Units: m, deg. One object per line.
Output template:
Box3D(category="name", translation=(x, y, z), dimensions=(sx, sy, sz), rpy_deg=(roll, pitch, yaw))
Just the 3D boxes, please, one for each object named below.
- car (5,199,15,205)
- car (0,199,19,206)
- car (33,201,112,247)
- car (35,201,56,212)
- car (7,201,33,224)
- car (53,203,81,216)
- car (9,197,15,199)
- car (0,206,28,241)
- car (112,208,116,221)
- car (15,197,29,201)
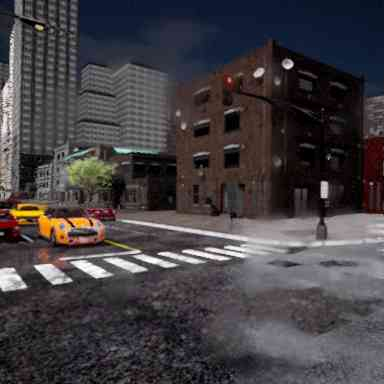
Box3D(category="car", translation=(-44.222, 2.402, 80.721), dimensions=(1.752, 1.417, 4.829), rpy_deg=(1, -1, -35))
Box3D(category="car", translation=(-21.549, 1.842, 38.266), dimensions=(1.837, 1.490, 4.892), rpy_deg=(1, -2, -35))
Box3D(category="car", translation=(-5.766, 1.447, 15.645), dimensions=(2.097, 1.767, 4.553), rpy_deg=(1, -1, -35))
Box3D(category="car", translation=(-21.027, 2.034, 47.674), dimensions=(1.752, 1.417, 4.829), rpy_deg=(1, -1, -35))
Box3D(category="car", translation=(-12.295, 1.671, 24.981), dimensions=(1.882, 1.535, 5.008), rpy_deg=(1, -1, -35))
Box3D(category="car", translation=(-14.545, 1.960, 38.497), dimensions=(2.008, 1.369, 4.403), rpy_deg=(1, -1, -35))
Box3D(category="car", translation=(-40.953, 2.139, 76.050), dimensions=(2.192, 1.841, 5.009), rpy_deg=(1, -1, -35))
Box3D(category="car", translation=(-9.630, 1.614, 16.407), dimensions=(1.887, 1.381, 4.507), rpy_deg=(1, -1, -35))
Box3D(category="car", translation=(-8.339, 1.755, 29.636), dimensions=(1.967, 1.590, 4.097), rpy_deg=(1, -1, -35))
Box3D(category="car", translation=(-31.442, 2.111, 62.446), dimensions=(1.967, 1.590, 4.097), rpy_deg=(1, -1, -35))
